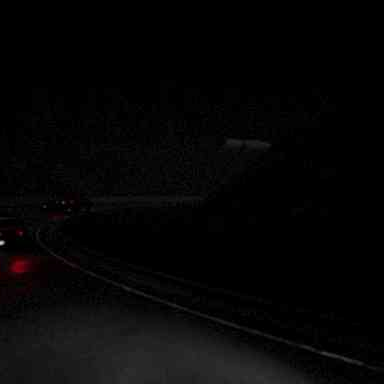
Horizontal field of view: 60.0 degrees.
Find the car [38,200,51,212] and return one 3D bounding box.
[{"bbox_3d":[-16.309,1.595,39.294,1.994,1.385,4.181,0,0,6],"label":"car"}]

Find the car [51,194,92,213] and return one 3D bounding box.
[{"bbox_3d":[-13.197,1.256,37.392,2.150,2.045,5.566,0,-1,5],"label":"car"}]

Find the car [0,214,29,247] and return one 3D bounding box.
[{"bbox_3d":[-8.242,1.604,14.346,1.895,1.301,4.718,0,0,-30],"label":"car"}]
